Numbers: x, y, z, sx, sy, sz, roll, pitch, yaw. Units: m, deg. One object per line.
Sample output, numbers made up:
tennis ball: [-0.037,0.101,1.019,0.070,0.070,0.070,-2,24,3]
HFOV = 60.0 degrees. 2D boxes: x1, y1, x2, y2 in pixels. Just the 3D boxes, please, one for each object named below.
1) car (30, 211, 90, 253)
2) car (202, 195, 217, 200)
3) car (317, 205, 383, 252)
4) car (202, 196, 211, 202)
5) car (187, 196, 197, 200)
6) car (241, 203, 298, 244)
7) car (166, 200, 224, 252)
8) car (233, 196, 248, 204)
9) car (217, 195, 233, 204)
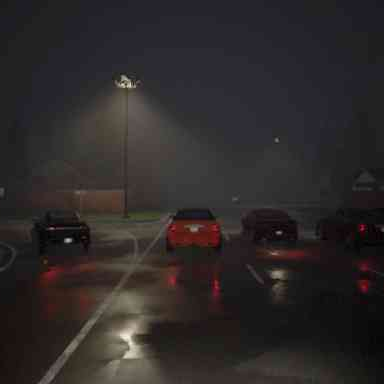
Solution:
car: [-5.660,1.538,14.137,2.128,1.511,4.902,1,0,-29]
car: [3.494,1.577,70.172,2.097,1.767,4.553,0,0,0]
car: [7.083,1.400,14.316,2.097,1.767,4.553,0,0,0]
car: [3.493,1.613,80.205,1.837,1.490,4.892,0,0,0]
car: [-0.006,1.577,70.173,2.097,1.767,4.553,0,0,0]
car: [3.588,1.531,16.158,1.882,1.535,5.008,0,0,0]
car: [0.083,1.400,14.302,2.097,1.767,4.553,0,0,0]
car: [10.494,1.817,70.233,1.895,1.301,4.718,0,0,0]
car: [6.994,1.819,70.969,1.895,1.301,4.718,0,0,0]
